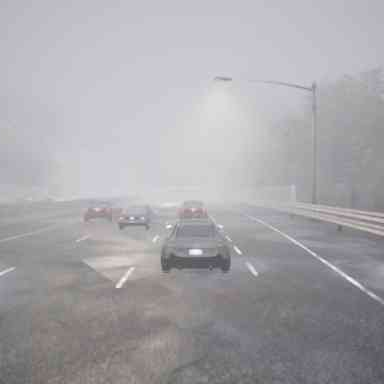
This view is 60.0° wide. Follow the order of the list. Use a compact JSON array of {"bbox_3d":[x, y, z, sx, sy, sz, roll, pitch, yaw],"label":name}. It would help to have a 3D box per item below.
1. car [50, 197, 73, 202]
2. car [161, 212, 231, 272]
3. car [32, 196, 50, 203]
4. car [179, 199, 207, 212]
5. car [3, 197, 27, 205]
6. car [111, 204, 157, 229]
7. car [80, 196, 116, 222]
[{"bbox_3d":[-21.038,1.495,55.000,1.882,1.535,5.008,0,0,1],"label":"car"},{"bbox_3d":[0.101,1.560,10.821,1.994,1.385,4.181,0,0,0],"label":"car"},{"bbox_3d":[-24.537,1.495,54.798,1.882,1.535,5.008,0,0,1],"label":"car"},{"bbox_3d":[0.103,1.349,26.401,2.097,1.767,4.553,0,0,0],"label":"car"},{"bbox_3d":[-28.039,1.519,52.895,1.837,1.490,4.892,0,0,1],"label":"car"},{"bbox_3d":[-3.399,1.543,21.347,2.033,1.411,5.357,0,0,0],"label":"car"},{"bbox_3d":[-6.898,1.349,26.401,2.097,1.767,4.553,0,0,0],"label":"car"}]
